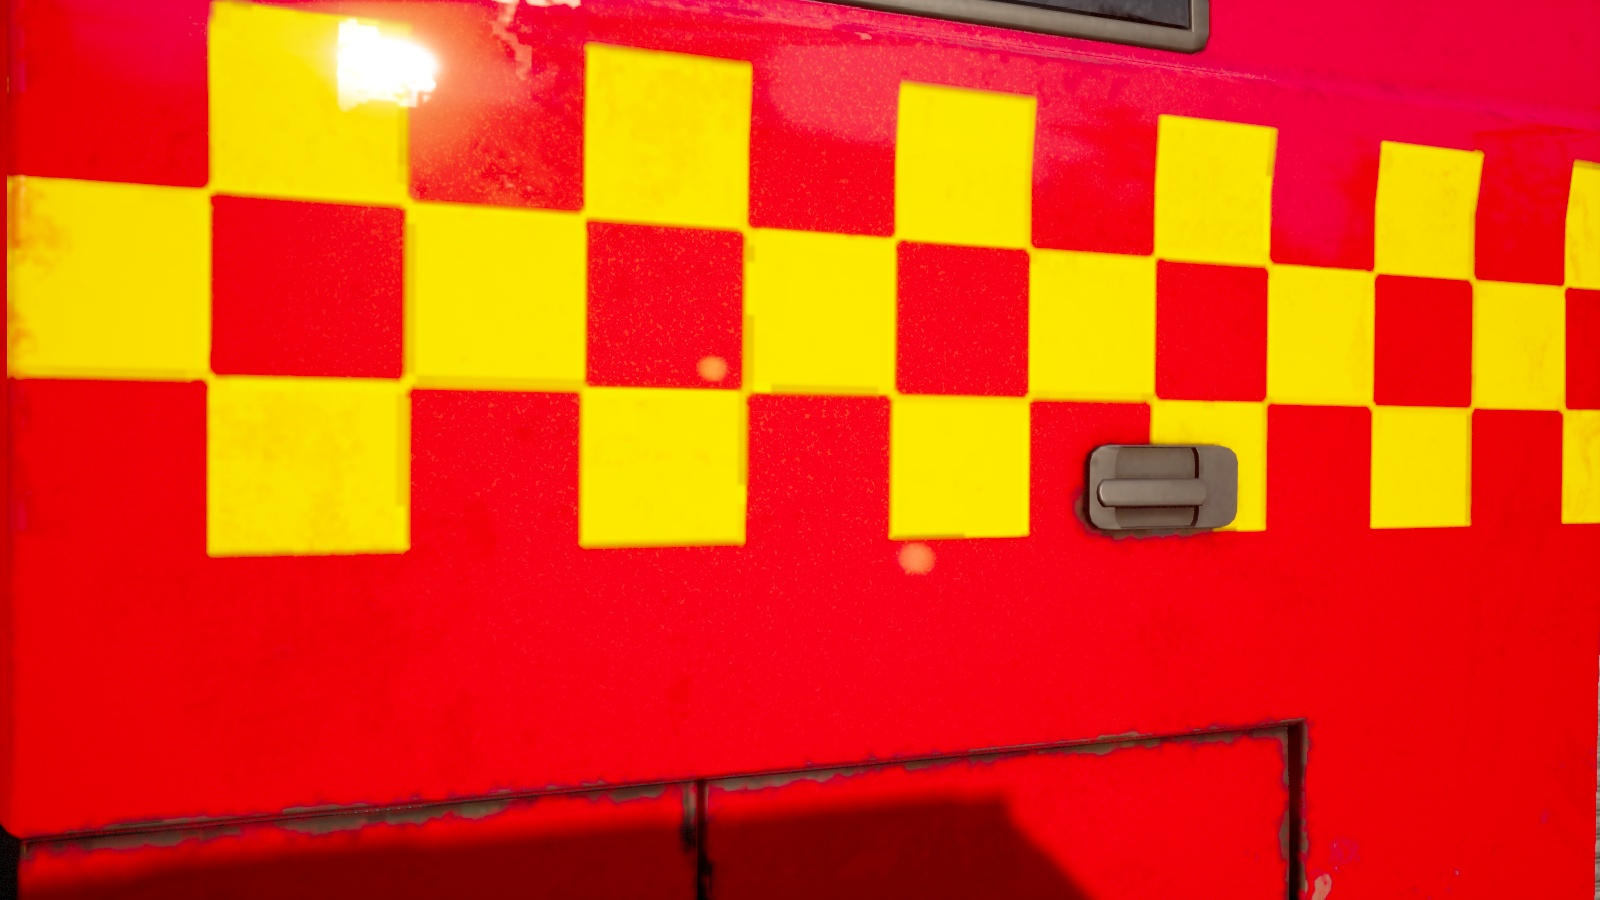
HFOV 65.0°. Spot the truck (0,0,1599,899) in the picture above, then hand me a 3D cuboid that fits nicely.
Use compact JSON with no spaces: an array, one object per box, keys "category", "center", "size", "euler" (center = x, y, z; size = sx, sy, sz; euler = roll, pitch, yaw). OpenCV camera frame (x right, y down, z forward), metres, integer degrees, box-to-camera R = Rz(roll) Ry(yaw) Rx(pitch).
[{"category":"truck","center":[0.048,-0.420,3.242],"size":[8.468,3.827,2.891],"euler":[-1,1,-21]}]
